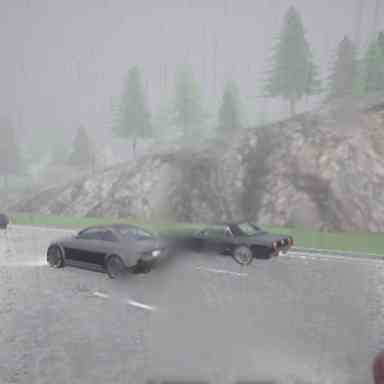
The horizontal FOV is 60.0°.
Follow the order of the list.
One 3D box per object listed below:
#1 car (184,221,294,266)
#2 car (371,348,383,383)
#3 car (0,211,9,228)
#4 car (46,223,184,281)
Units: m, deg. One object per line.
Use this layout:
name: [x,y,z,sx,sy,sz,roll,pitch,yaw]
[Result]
car: [1.017,1.690,11.909,4.718,1.301,1.895,-1,-1,36]
car: [3.514,1.516,1.651,4.674,1.442,1.812,-1,-1,34]
car: [-14.530,1.807,23.122,4.674,1.442,1.812,-1,-1,36]
car: [-2.593,1.663,10.224,4.181,1.385,1.994,-1,-1,35]
